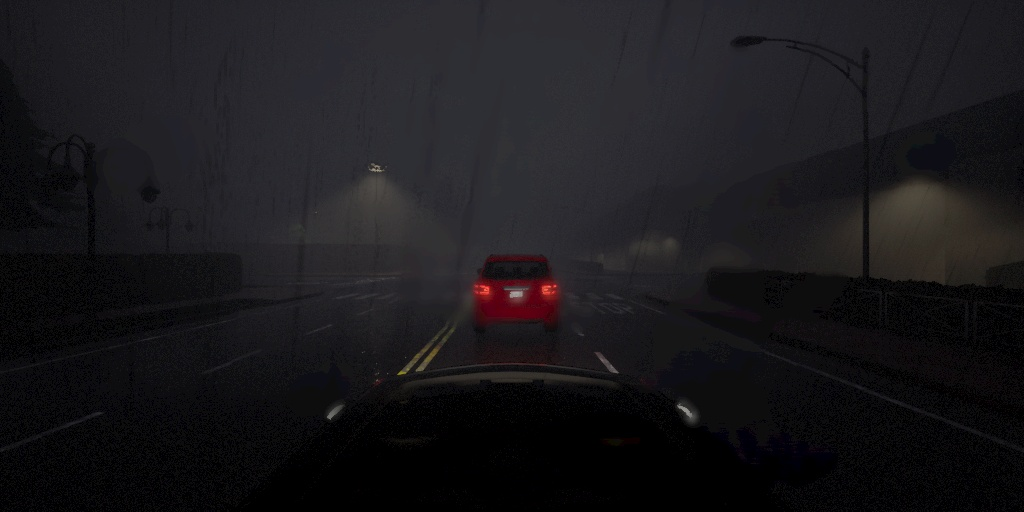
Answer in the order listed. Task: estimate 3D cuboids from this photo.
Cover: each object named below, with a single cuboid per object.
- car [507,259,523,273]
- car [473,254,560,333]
[{"bbox_3d":[0.356,1.228,45.581,1.882,1.535,5.008,0,0,1],"label":"car"},{"bbox_3d":[0.122,0.971,10.828,2.150,2.045,5.566,0,0,0],"label":"car"}]
